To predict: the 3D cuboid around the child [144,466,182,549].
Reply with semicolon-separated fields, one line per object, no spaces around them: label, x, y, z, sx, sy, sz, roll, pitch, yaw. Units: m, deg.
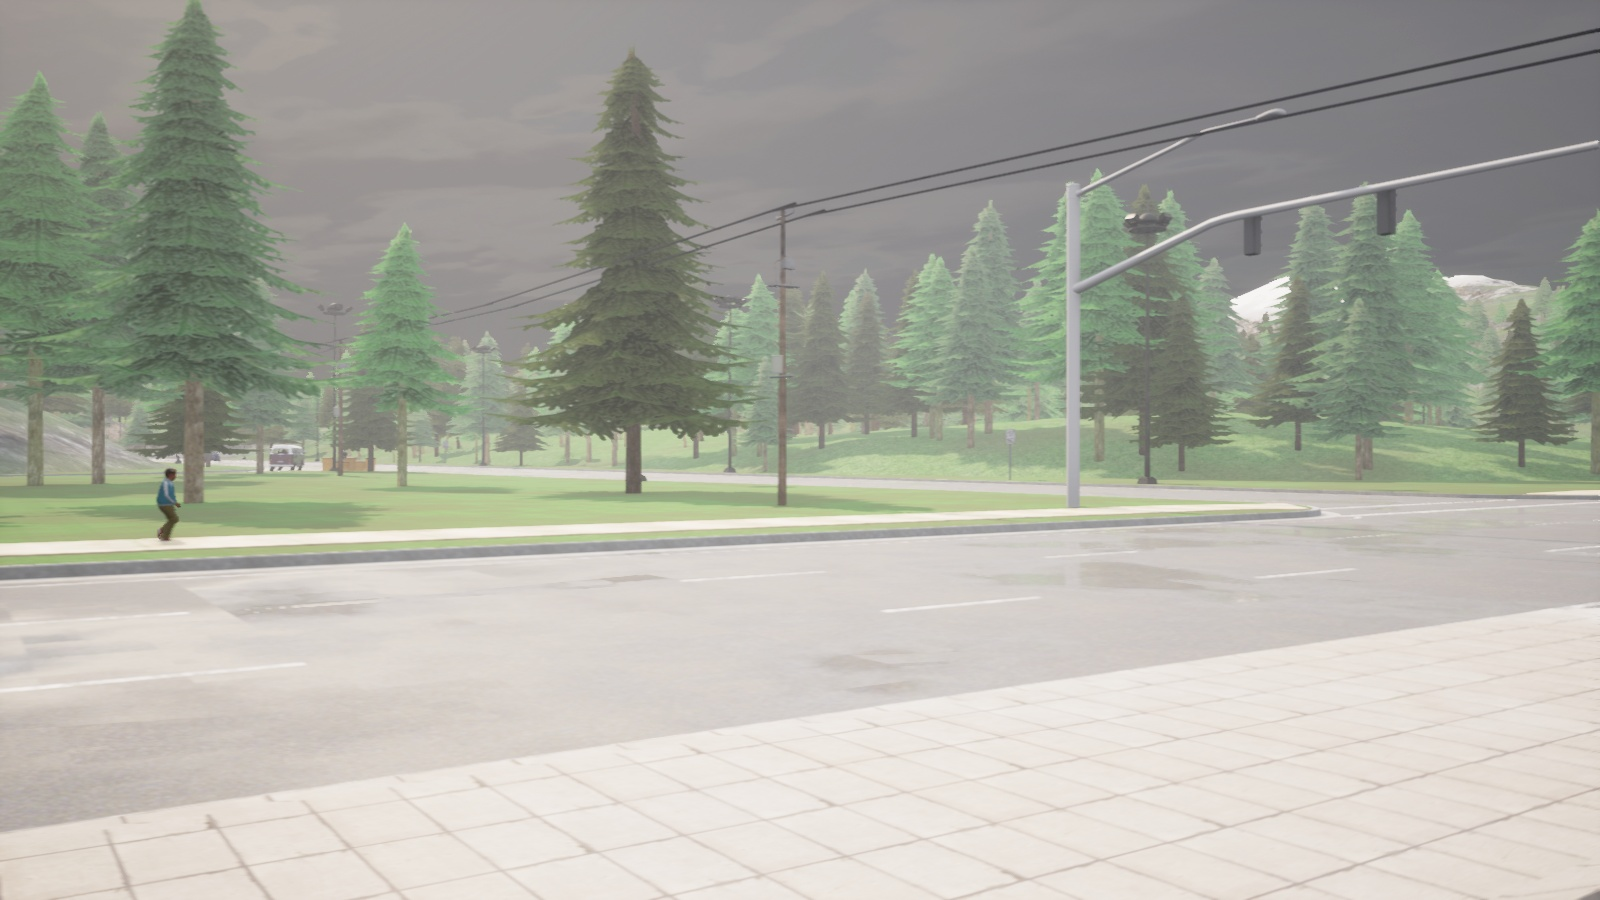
child;-9.341;0.829;18.409;0.448;1.192;0.343;0;0;-34
